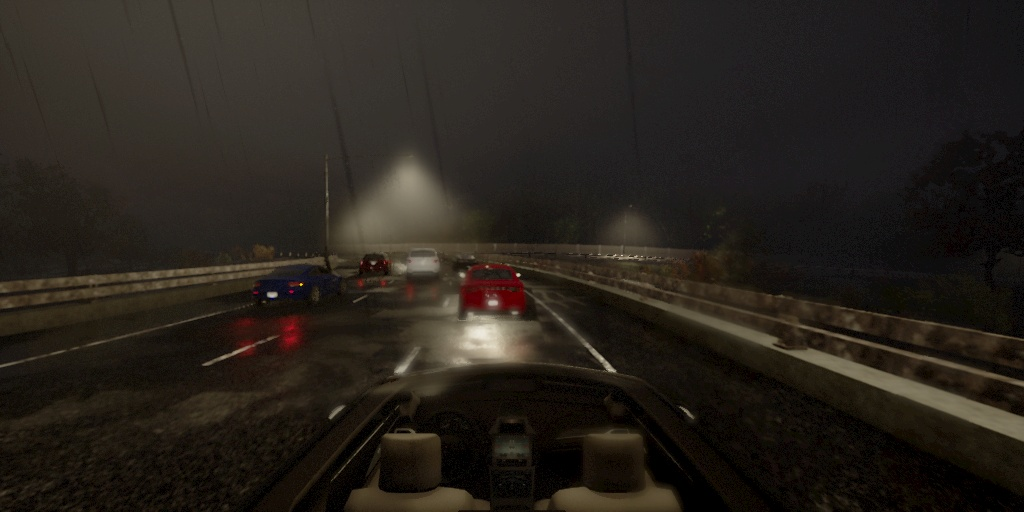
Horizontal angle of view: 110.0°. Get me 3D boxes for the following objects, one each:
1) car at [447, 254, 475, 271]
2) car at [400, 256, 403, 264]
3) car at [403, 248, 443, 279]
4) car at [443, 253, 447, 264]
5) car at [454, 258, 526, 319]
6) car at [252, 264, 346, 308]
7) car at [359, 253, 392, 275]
[{"bbox_3d":[-4.073,0.603,30.617,2.128,1.511,4.902,0,1,-15],"label":"car"},{"bbox_3d":[-12.764,0.321,44.757,1.837,1.490,4.892,-1,2,-23],"label":"car"},{"bbox_3d":[-6.380,0.447,25.748,2.150,2.045,5.566,0,1,-14],"label":"car"},{"bbox_3d":[-9.668,0.248,46.419,1.882,1.535,5.008,-1,2,-23],"label":"car"},{"bbox_3d":[-0.698,1.003,11.790,1.882,1.535,5.008,0,2,-5],"label":"car"},{"bbox_3d":[-7.956,1.023,13.766,1.812,1.442,4.674,0,1,-7],"label":"car"},{"bbox_3d":[-10.741,0.526,28.434,2.097,1.767,4.553,0,1,-15],"label":"car"}]
